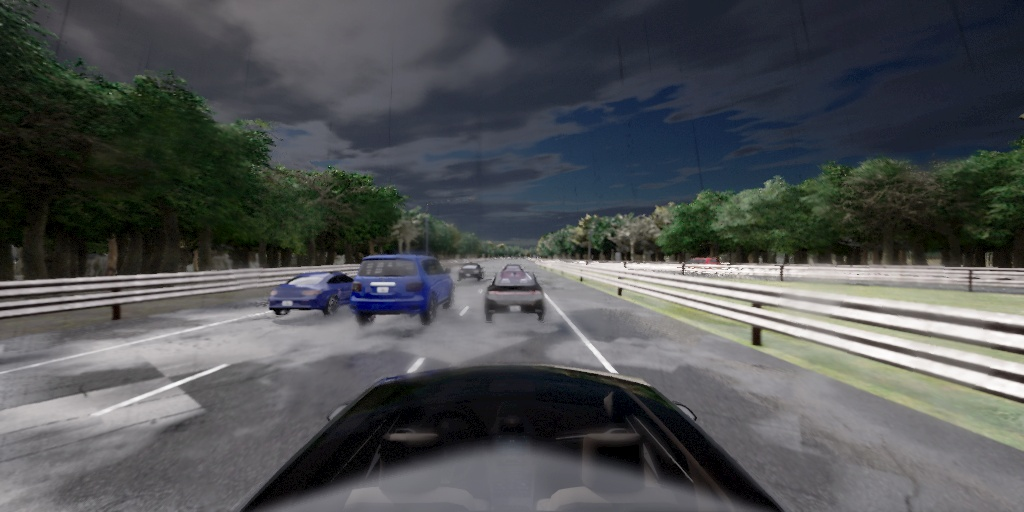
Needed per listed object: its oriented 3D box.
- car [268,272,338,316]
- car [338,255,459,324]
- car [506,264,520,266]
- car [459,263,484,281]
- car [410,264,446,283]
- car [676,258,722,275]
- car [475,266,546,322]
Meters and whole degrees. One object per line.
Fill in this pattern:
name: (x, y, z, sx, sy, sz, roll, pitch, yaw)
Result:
car: (-6.904, 1.298, 13.318, 1.812, 1.442, 4.674, 0, 0, 0)
car: (-3.403, 0.991, 12.136, 2.150, 2.045, 5.566, 0, 0, 0)
car: (0.088, 1.382, 29.896, 1.994, 1.385, 4.181, 0, 0, 0)
car: (-3.411, 1.346, 30.379, 1.812, 1.442, 4.674, 0, 0, 0)
car: (-6.913, 1.382, 29.838, 1.994, 1.385, 4.181, 0, 0, 0)
car: (22.838, 1.252, 44.029, 2.150, 2.045, 5.566, 0, 0, -20)
car: (0.095, 1.262, 12.369, 2.128, 1.511, 4.902, 0, 0, 0)
